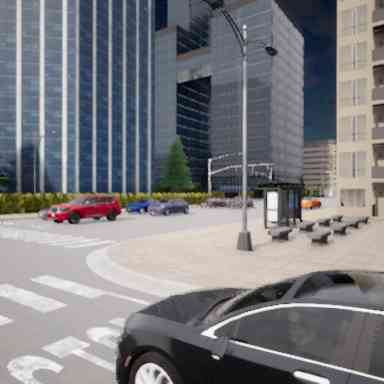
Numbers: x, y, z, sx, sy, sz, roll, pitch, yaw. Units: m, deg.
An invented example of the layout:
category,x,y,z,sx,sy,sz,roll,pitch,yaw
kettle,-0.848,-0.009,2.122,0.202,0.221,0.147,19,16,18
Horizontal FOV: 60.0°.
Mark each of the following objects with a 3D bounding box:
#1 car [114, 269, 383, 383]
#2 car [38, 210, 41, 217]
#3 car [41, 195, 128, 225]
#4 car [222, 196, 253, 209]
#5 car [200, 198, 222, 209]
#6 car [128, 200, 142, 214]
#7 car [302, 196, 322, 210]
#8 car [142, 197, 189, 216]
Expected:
category,x,y,z,sx,sy,sz,roll,pitch,yaw
car,1.372,1.503,2.987,4.892,1.490,1.837,0,0,36
car,-10.196,1.505,27.319,1.812,1.442,4.674,0,0,36
car,-7.779,1.212,24.699,2.150,2.045,5.566,0,0,36
car,6.357,1.342,44.280,2.097,1.767,4.553,0,0,36
car,2.903,1.505,45.485,1.812,1.442,4.674,0,0,36
car,-4.756,1.457,34.899,1.882,1.535,5.008,0,0,36
car,15.840,1.368,44.837,2.097,1.767,4.553,0,0,39
car,-2.263,1.342,32.367,2.097,1.767,4.553,0,0,36
